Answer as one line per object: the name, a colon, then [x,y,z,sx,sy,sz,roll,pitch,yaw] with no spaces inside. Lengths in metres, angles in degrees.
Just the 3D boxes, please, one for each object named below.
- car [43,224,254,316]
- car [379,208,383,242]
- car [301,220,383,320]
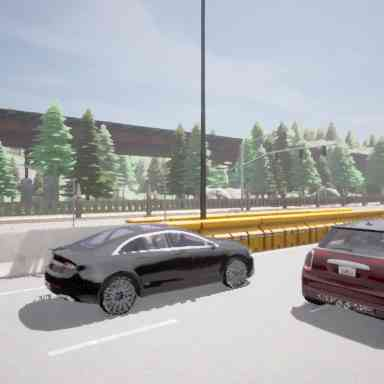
car: [-0.694,1.492,7.550,4.902,1.511,2.128,0,0,-35]
car: [11.103,1.505,15.966,4.892,1.490,1.837,0,0,-35]
car: [4.343,1.352,6.845,4.553,1.767,2.097,0,0,-36]
